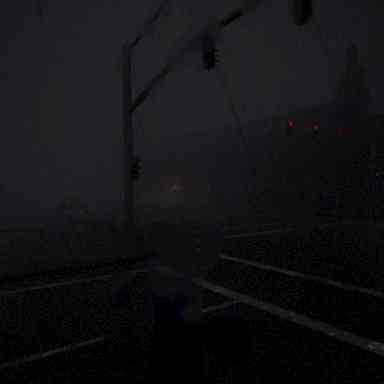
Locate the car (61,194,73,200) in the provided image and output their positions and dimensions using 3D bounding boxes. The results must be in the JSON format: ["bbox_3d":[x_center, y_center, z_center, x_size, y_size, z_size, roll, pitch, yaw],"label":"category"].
[{"bbox_3d":[-33.048,1.237,87.656,1.837,1.490,4.892,-1,0,-34],"label":"car"}]

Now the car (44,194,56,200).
[{"bbox_3d":[-36.188,1.328,86.055,1.994,1.385,4.181,-1,0,-34],"label":"car"}]

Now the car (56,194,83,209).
[{"bbox_3d":[-15.400,1.222,42.287,2.097,1.767,4.553,-1,0,-34],"label":"car"}]
